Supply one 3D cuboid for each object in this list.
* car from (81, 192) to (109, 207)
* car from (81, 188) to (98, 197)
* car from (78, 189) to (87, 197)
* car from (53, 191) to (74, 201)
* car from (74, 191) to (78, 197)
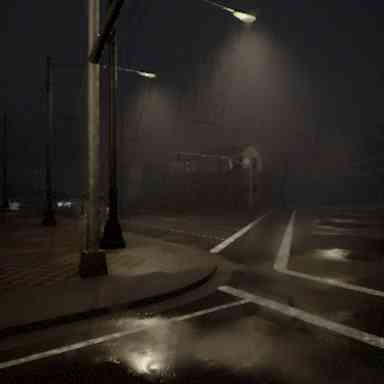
[{"bbox_3d":[-12.656,1.183,43.987,1.812,1.442,4.674,0,1,-36],"label":"car"},{"bbox_3d":[-24.114,0.220,77.833,2.150,2.045,5.566,0,-1,-36],"label":"car"},{"bbox_3d":[-20.803,0.659,67.307,2.128,1.511,4.902,0,0,-36],"label":"car"},{"bbox_3d":[-22.656,0.826,57.860,1.895,1.301,4.718,0,1,-35],"label":"car"},{"bbox_3d":[-26.926,0.552,75.750,1.994,1.385,4.181,0,-1,-36],"label":"car"}]
